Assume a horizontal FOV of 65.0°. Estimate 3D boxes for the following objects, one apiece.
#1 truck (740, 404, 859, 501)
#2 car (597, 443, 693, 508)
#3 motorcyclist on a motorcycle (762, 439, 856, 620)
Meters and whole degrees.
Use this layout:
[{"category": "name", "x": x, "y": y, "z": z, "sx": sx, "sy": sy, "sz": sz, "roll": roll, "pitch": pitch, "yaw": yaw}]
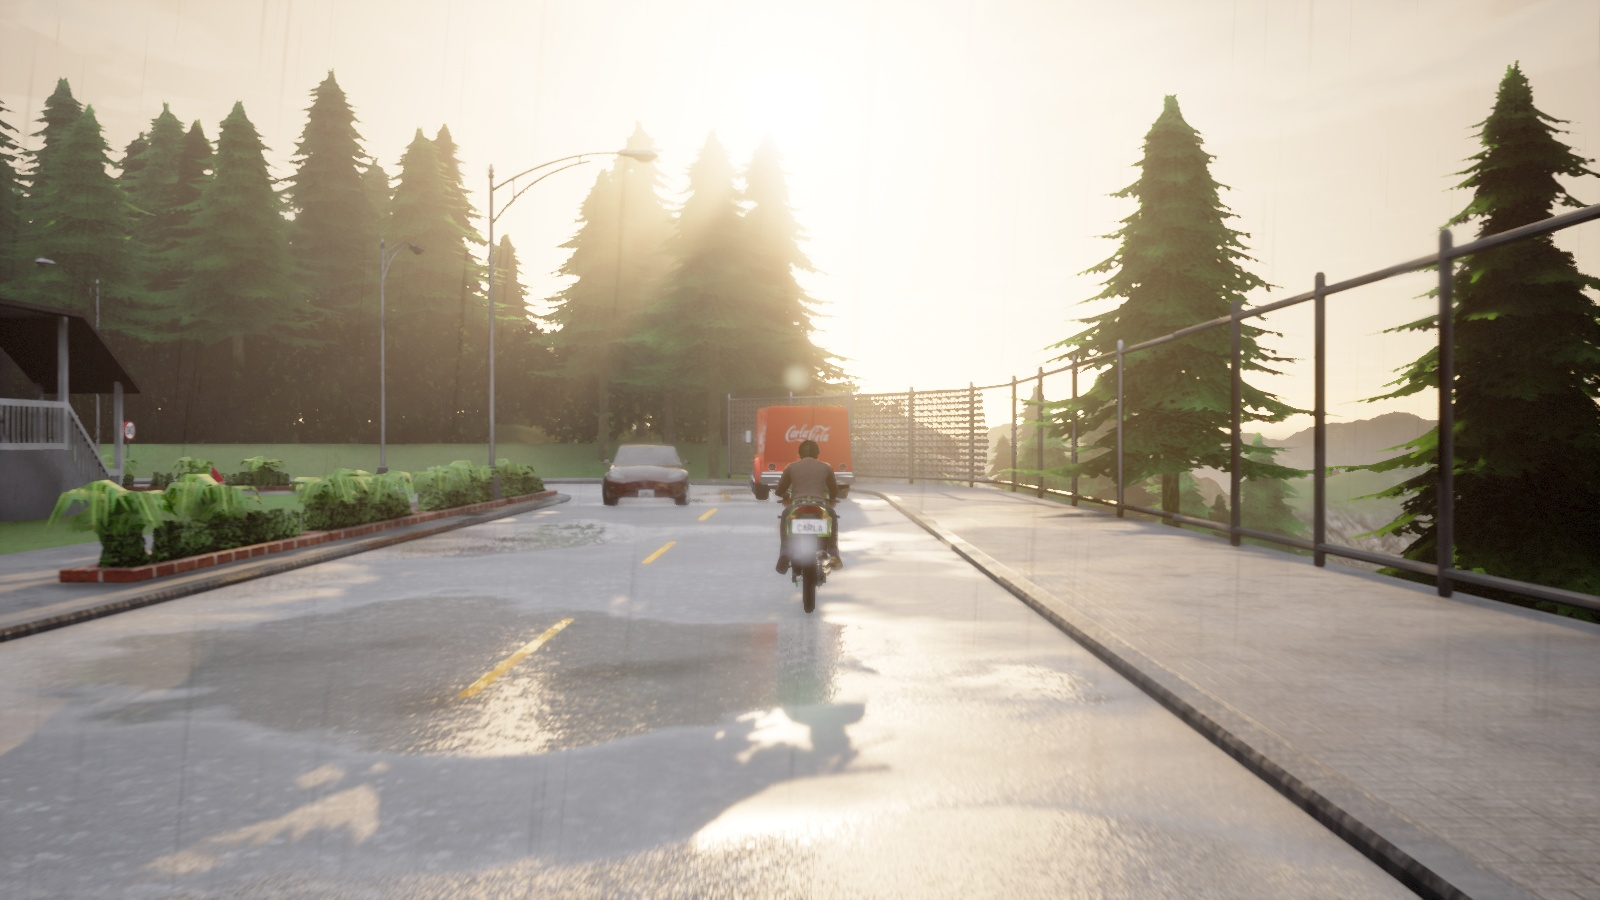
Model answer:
[{"category": "truck", "x": -0.132, "y": 0.065, "z": 34.657, "sx": 2.627, "sy": 2.467, "sz": 5.204, "roll": 0, "pitch": 0, "yaw": -7}, {"category": "car", "x": -3.800, "y": 0.568, "z": 31.109, "sx": 2.163, "sy": 1.488, "sz": 4.792, "roll": 0, "pitch": 0, "yaw": -6}, {"category": "motorcyclist on a motorcycle", "x": 0.081, "y": 0.663, "z": 11.597, "sx": 0.797, "sy": 1.523, "sz": 2.044, "roll": 0, "pitch": 0, "yaw": 0}]
